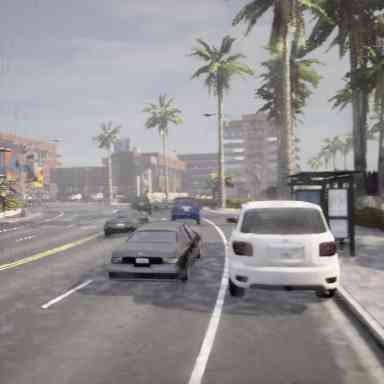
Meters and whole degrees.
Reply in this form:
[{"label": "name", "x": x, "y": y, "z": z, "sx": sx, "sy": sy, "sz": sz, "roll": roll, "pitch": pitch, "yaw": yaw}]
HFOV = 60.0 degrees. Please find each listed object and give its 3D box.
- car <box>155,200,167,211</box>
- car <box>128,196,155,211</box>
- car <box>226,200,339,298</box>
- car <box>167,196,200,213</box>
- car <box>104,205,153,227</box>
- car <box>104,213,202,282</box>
[{"label": "car", "x": -4.458, "y": 1.788, "z": 44.762, "sx": 2.128, "sy": 1.511, "sz": 4.902, "roll": -1, "pitch": 0, "yaw": -18}, {"label": "car", "x": -5.985, "y": 1.508, "z": 37.978, "sx": 2.150, "sy": 2.045, "sz": 5.566, "roll": -1, "pitch": 0, "yaw": -14}, {"label": "car", "x": 2.085, "y": 1.231, "z": 8.714, "sx": 2.150, "sy": 2.045, "sz": 5.566, "roll": -1, "pitch": 0, "yaw": 8}, {"label": "car", "x": -0.615, "y": 1.366, "z": 26.227, "sx": 2.150, "sy": 2.045, "sz": 5.566, "roll": -1, "pitch": 0, "yaw": -4}, {"label": "car", "x": -3.741, "y": 1.722, "z": 19.555, "sx": 1.994, "sy": 1.385, "sz": 4.181, "roll": -1, "pitch": 0, "yaw": 1}, {"label": "car", "x": -0.811, "y": 1.611, "z": 10.015, "sx": 2.033, "sy": 1.411, "sz": 5.357, "roll": -1, "pitch": 0, "yaw": 7}]
